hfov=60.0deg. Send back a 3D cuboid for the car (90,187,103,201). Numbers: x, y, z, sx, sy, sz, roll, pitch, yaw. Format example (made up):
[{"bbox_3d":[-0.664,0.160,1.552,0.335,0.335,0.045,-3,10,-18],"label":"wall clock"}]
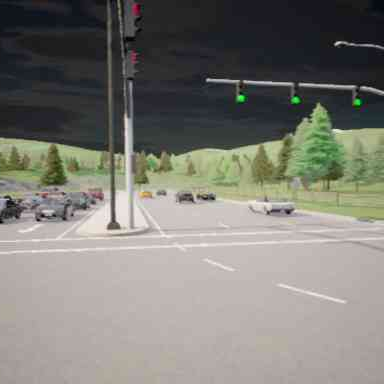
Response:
[{"bbox_3d":[-14.756,0.279,50.482,2.150,2.045,5.566,-1,1,-11],"label":"car"}]

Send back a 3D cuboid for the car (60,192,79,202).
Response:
[{"bbox_3d":[-18.095,0.693,49.362,1.994,1.385,4.181,-1,1,-11],"label":"car"}]

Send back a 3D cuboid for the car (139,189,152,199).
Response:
[{"bbox_3d":[-7.913,0.287,57.289,1.882,1.535,5.008,-1,1,-10],"label":"car"}]

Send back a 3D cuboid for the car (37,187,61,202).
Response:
[{"bbox_3d":[-22.119,0.354,51.679,2.150,2.045,5.566,-1,1,-11],"label":"car"}]

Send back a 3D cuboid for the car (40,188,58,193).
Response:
[{"bbox_3d":[-16.147,0.675,39.539,2.097,1.767,4.553,-1,1,-11],"label":"car"}]

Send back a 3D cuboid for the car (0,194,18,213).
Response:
[{"bbox_3d":[-18.045,1.043,31.159,1.837,1.490,4.892,-1,1,-11],"label":"car"}]

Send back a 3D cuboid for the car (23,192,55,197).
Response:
[{"bbox_3d":[-14.391,1.023,30.726,1.812,1.442,4.674,-1,1,-11],"label":"car"}]

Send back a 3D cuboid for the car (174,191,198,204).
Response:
[{"bbox_3d":[-1.001,0.590,40.798,1.837,1.490,4.892,-1,1,-11],"label":"car"}]

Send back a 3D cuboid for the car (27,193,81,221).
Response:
[{"bbox_3d":[-9.340,1.095,22.940,2.128,1.511,4.902,-1,1,-11],"label":"car"}]

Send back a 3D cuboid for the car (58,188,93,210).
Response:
[{"bbox_3d":[-11.050,0.778,31.853,2.097,1.767,4.553,-1,1,-11],"label":"car"}]

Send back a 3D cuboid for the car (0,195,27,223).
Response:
[{"bbox_3d":[-12.750,1.199,21.913,1.812,1.442,4.674,-1,1,-10],"label":"car"}]

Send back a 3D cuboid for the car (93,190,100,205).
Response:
[{"bbox_3d":[-12.707,0.825,40.201,1.994,1.385,4.181,-1,1,-11],"label":"car"}]

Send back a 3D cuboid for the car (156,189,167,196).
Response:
[{"bbox_3d":[-6.284,0.044,68.143,2.128,1.511,4.902,-1,1,-10],"label":"car"}]

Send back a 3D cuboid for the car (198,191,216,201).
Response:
[{"bbox_3d":[1.751,0.555,44.916,1.895,1.301,4.718,-1,1,-11],"label":"car"}]

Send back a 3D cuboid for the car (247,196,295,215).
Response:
[{"bbox_3d":[5.745,0.952,24.832,1.895,1.301,4.718,-1,1,-11],"label":"car"}]

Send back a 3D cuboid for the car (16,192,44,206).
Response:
[{"bbox_3d":[-20.072,0.815,41.345,1.882,1.535,5.008,-1,1,-11],"label":"car"}]

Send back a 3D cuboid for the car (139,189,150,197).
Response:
[{"bbox_3d":[-9.716,0.165,67.462,1.994,1.385,4.181,-1,1,-10],"label":"car"}]
